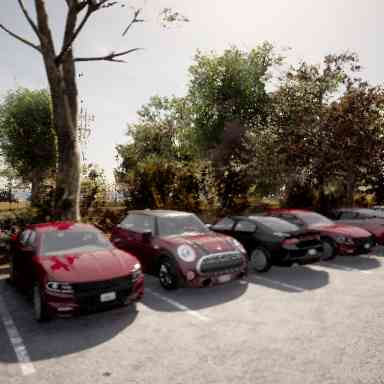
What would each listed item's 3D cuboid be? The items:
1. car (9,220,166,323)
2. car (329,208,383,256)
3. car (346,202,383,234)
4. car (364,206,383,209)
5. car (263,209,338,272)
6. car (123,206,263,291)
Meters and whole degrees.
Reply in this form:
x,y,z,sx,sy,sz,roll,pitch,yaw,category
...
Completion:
x,y,z,sx,sy,sz,roll,pitch,yaw,category
-2.845,1.469,7.562,2.097,1.535,5.008,0,0,-35,car
4.051,1.424,12.481,2.097,1.535,5.008,0,0,-35,car
11.054,1.378,17.465,2.097,1.535,5.008,0,0,-36,car
6.436,1.438,14.213,2.163,1.488,4.792,0,0,-36,car
1.758,1.439,10.833,2.097,1.535,5.008,0,0,-36,car
-0.562,1.329,9.222,2.185,1.767,4.553,0,0,-35,car
